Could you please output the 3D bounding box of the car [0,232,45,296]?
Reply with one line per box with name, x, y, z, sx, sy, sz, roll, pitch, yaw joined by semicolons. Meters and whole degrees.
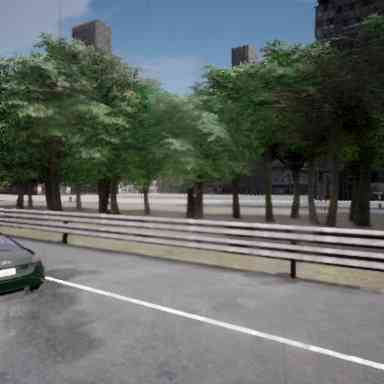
car;-5.305;1.564;7.740;4.181;1.385;1.994;0;0;35
